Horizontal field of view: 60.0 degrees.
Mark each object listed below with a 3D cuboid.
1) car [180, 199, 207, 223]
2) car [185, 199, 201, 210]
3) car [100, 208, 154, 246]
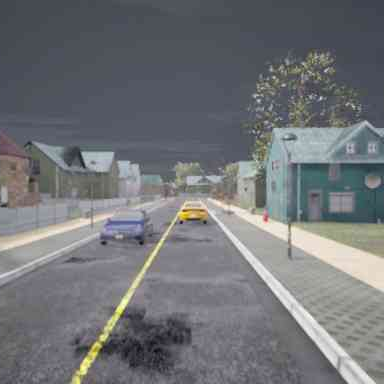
[{"bbox_3d":[0.097,1.466,25.178,1.882,1.535,5.008,0,0,0],"label":"car"},{"bbox_3d":[0.094,1.583,42.885,1.895,1.301,4.718,0,0,0],"label":"car"},{"bbox_3d":[-2.863,1.518,15.459,1.812,1.442,4.674,0,0,0],"label":"car"}]
